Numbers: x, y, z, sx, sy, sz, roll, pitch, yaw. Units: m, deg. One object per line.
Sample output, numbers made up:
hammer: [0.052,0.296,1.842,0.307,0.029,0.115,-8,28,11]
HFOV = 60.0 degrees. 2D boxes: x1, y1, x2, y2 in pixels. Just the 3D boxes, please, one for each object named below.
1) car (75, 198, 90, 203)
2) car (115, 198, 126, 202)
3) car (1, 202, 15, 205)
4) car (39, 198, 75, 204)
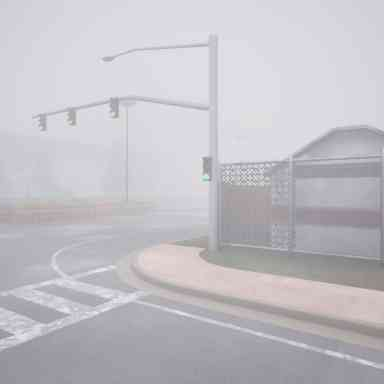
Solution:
car: [-14.909,1.504,41.244,1.837,1.490,4.892,0,0,34]
car: [-8.900,1.547,43.936,2.033,1.411,5.357,0,0,33]
car: [-20.391,1.547,33.044,2.033,1.411,5.357,0,0,34]
car: [-14.964,1.564,34.864,1.994,1.385,4.181,0,0,34]
